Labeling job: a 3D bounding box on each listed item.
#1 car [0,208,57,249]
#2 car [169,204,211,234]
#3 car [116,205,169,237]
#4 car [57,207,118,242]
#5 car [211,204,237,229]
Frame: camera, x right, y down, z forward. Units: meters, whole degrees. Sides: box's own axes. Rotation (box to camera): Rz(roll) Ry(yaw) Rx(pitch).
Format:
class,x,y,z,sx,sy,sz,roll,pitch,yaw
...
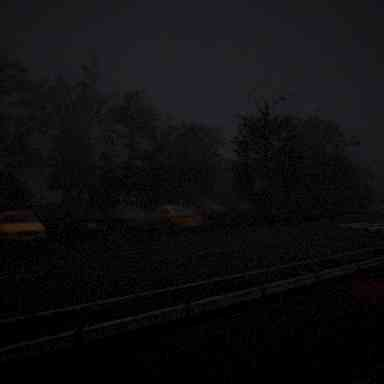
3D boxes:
class,x,y,z,sx,sy,sz,roll,pitch,yaw
car,-8.009,1.535,15.303,1.946,1.575,5.366,0,0,-36
car,-1.385,1.552,20.249,2.097,1.535,5.008,0,0,-35
car,-3.633,1.551,18.659,2.231,1.521,4.892,0,0,-35
car,-5.886,1.576,17.081,2.163,1.488,4.792,0,0,-36
car,0.858,1.553,21.848,2.231,1.521,4.892,0,0,-35
